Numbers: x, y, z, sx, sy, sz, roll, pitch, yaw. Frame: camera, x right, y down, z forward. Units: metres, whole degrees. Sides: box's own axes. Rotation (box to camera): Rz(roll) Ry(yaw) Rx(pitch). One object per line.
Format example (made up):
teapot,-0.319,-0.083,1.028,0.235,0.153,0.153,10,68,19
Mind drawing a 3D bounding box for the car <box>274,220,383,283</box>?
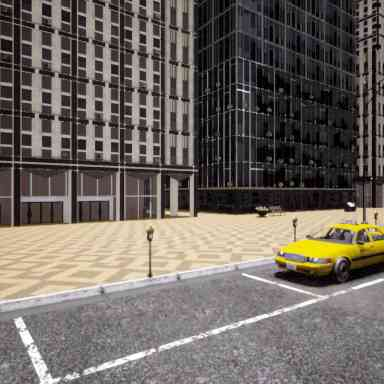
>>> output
car,4.444,1.526,9.679,4.829,1.417,1.752,0,0,-35
